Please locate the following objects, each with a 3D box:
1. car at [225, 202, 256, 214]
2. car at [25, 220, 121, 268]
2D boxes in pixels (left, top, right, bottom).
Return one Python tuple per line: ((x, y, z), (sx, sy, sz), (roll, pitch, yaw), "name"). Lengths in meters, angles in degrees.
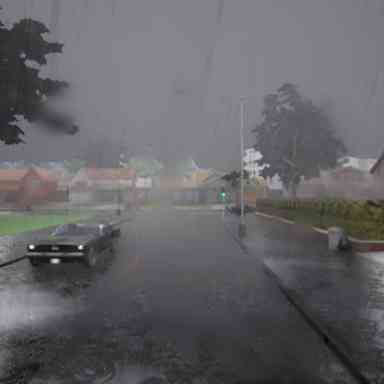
((6.335, 1.943, 40.321), (4.674, 1.442, 1.812), (0, -1, -15), "car")
((-3.955, 1.723, 11.894), (1.895, 1.301, 4.718), (0, -1, 1), "car")
